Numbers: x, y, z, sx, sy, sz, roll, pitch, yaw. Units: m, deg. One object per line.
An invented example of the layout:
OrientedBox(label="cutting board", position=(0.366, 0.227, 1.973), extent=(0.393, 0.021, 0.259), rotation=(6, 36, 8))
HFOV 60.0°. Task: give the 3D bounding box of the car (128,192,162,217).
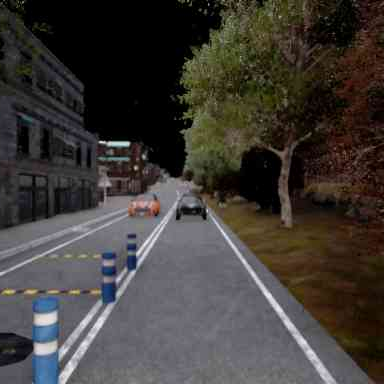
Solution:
OrientedBox(label="car", position=(-3.522, 0.915, 25.617), extent=(2.097, 1.767, 4.553), rotation=(0, 1, 0))

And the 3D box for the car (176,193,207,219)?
OrientedBox(label="car", position=(-0.063, 0.944, 24.325), extent=(2.097, 1.767, 4.553), rotation=(0, 1, 0))

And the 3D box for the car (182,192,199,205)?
OrientedBox(label="car", position=(-0.280, 0.789, 42.731), extent=(2.033, 1.411, 5.357), rotation=(0, 1, -1))
